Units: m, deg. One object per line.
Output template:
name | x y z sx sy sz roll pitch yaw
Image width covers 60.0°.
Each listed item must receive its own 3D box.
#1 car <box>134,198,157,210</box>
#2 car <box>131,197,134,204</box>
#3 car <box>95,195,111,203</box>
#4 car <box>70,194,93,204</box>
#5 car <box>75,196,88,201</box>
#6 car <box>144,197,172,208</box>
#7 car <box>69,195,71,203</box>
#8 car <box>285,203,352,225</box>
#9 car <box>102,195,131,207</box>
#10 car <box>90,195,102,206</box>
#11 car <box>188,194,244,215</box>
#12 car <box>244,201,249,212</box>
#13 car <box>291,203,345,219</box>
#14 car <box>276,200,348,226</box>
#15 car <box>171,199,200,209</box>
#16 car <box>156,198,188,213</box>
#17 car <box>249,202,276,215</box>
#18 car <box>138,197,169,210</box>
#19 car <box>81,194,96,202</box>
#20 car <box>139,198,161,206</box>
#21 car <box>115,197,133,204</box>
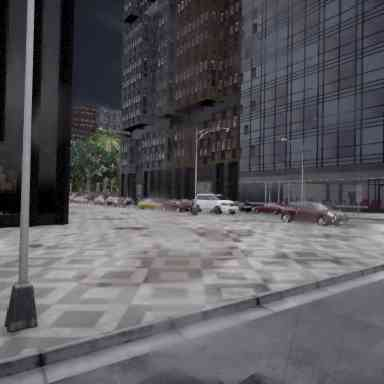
car | -4.666 1.466 39.555 1.752 1.417 4.829 2 -1 -35
car | -11.245 1.624 58.709 1.812 1.442 4.674 2 -1 -35
car | -20.290 1.513 75.515 2.097 1.767 4.553 2 -1 -35
car | -20.593 1.472 61.898 1.752 1.417 4.829 2 -1 -35
car | -29.770 1.694 89.452 1.752 1.417 4.829 2 -1 -35
car | -5.172 1.589 50.263 2.128 1.511 4.902 2 -1 -35
car | -23.876 1.386 66.507 1.967 1.590 4.097 2 -1 -35
car | 9.259 1.562 24.604 1.994 1.385 4.181 2 -1 -36
car | -11.134 1.386 48.632 1.967 1.590 4.097 2 -1 -35
car | -14.322 1.529 53.098 1.802 1.307 4.206 2 -1 -35
car | 2.349 1.227 34.318 2.150 2.045 5.566 2 -1 -35
car | 5.363 1.727 40.167 1.947 1.339 4.313 2 -1 -35
car | 11.732 1.720 31.232 1.947 1.339 4.313 2 -1 -35
car | 7.961 1.367 21.847 1.967 1.590 4.097 2 -1 -37
car | -1.007 1.718 49.103 2.008 1.369 4.403 2 -1 -35
car | -1.579 1.482 35.225 1.887 1.381 4.507 2 -1 -35
car | 8.547 1.740 35.700 1.802 1.307 4.206 2 -1 -35
car | -5.314 1.504 45.097 2.128 1.511 4.902 2 -1 -35
car | -26.482 1.484 84.849 2.192 1.841 5.009 2 -1 -35
car | -7.377 1.722 58.040 2.008 1.369 4.403 2 -1 -35
car | -13.747 1.736 66.975 1.947 1.339 4.313 2 -1 -35
